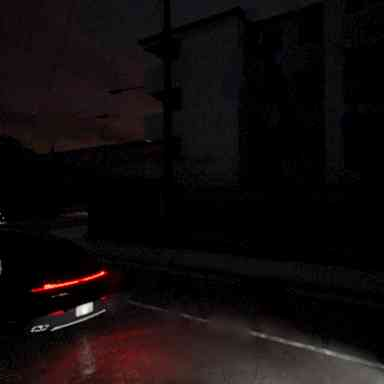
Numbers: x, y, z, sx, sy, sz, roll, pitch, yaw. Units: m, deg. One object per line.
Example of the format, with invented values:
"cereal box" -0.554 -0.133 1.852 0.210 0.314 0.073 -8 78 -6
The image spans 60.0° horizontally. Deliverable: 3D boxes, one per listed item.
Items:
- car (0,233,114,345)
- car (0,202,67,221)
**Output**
"car" -3.634 1.575 6.487 4.892 1.490 1.837 -1 0 35
"car" -13.356 1.602 28.390 2.033 1.411 5.357 -1 1 32
